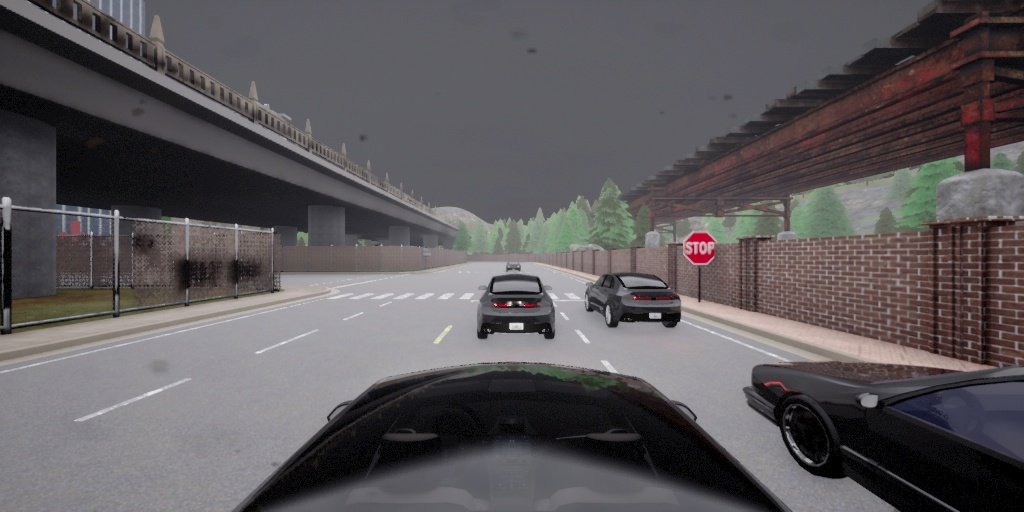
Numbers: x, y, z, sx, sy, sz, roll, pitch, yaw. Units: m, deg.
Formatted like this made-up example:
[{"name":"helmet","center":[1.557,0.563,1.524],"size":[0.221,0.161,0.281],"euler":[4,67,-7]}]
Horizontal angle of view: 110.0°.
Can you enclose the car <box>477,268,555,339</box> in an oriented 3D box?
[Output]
[{"name":"car","center":[0.096,1.256,10.061],"size":[1.837,1.490,4.892],"euler":[0,0,0]}]

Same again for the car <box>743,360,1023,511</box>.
[{"name":"car","center":[3.600,1.297,1.675],"size":[2.033,1.411,5.357],"euler":[0,0,0]}]

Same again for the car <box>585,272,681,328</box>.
[{"name":"car","center":[3.598,1.256,11.421],"size":[1.837,1.490,4.892],"euler":[0,0,0]}]

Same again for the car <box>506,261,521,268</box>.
[{"name":"car","center":[0.173,1.356,46.340],"size":[1.895,1.301,4.718],"euler":[0,0,-1]}]
